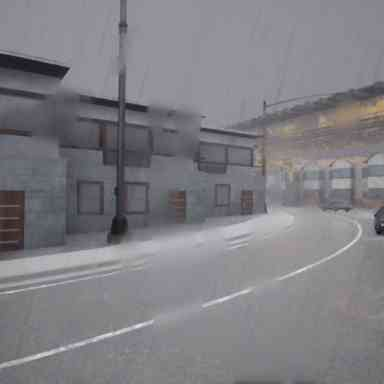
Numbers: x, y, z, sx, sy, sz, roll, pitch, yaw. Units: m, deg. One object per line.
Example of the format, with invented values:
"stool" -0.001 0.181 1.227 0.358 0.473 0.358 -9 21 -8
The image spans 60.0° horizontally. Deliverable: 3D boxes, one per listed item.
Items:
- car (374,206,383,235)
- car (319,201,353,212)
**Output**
"car" 10.812 1.453 17.712 2.033 1.411 5.357 1 0 28
"car" 18.562 1.824 43.049 2.033 1.411 5.357 1 -1 -7
